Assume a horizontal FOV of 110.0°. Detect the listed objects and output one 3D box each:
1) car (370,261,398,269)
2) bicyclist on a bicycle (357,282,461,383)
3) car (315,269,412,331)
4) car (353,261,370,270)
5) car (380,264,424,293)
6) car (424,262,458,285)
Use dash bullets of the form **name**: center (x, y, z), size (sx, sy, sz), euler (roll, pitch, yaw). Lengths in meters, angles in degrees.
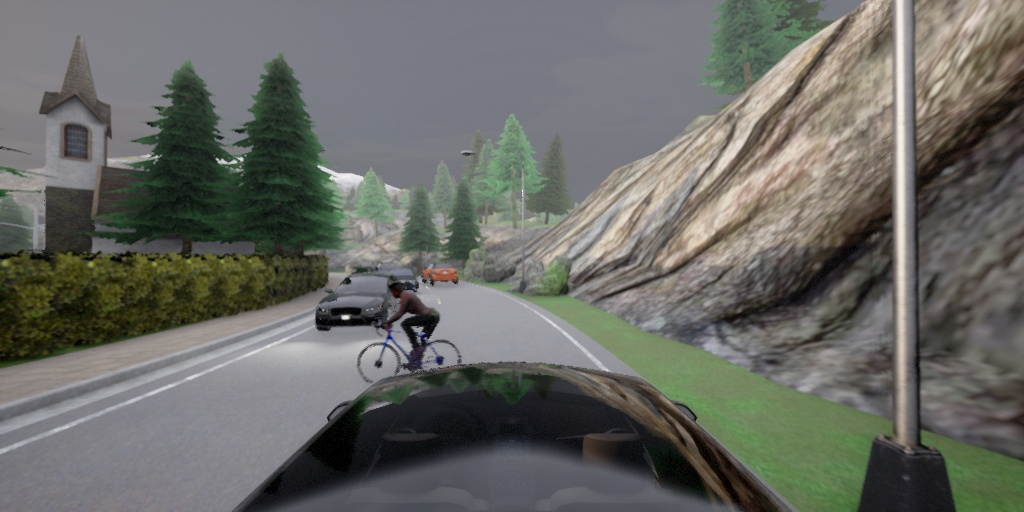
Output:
- **car**: center (-9.681, 1.271, 28.299), size (2.097, 1.767, 4.553), euler (0, 0, -25)
- **bicyclist on a bicycle**: center (-1.653, 1.230, 5.728), size (1.656, 1.620, 0.582), euler (-2, 0, -3)
- **car**: center (-4.529, 1.318, 11.371), size (1.837, 1.490, 4.892), euler (0, -1, -9)
- **car**: center (-16.895, 1.361, 42.516), size (4.553, 1.767, 2.097), euler (0, 0, 36)
- **car**: center (-6.780, 1.425, 21.868), size (2.033, 1.411, 5.357), euler (0, 0, -18)
- **car**: center (-5.780, 1.270, 28.312), size (2.097, 1.767, 4.553), euler (0, 0, -24)
